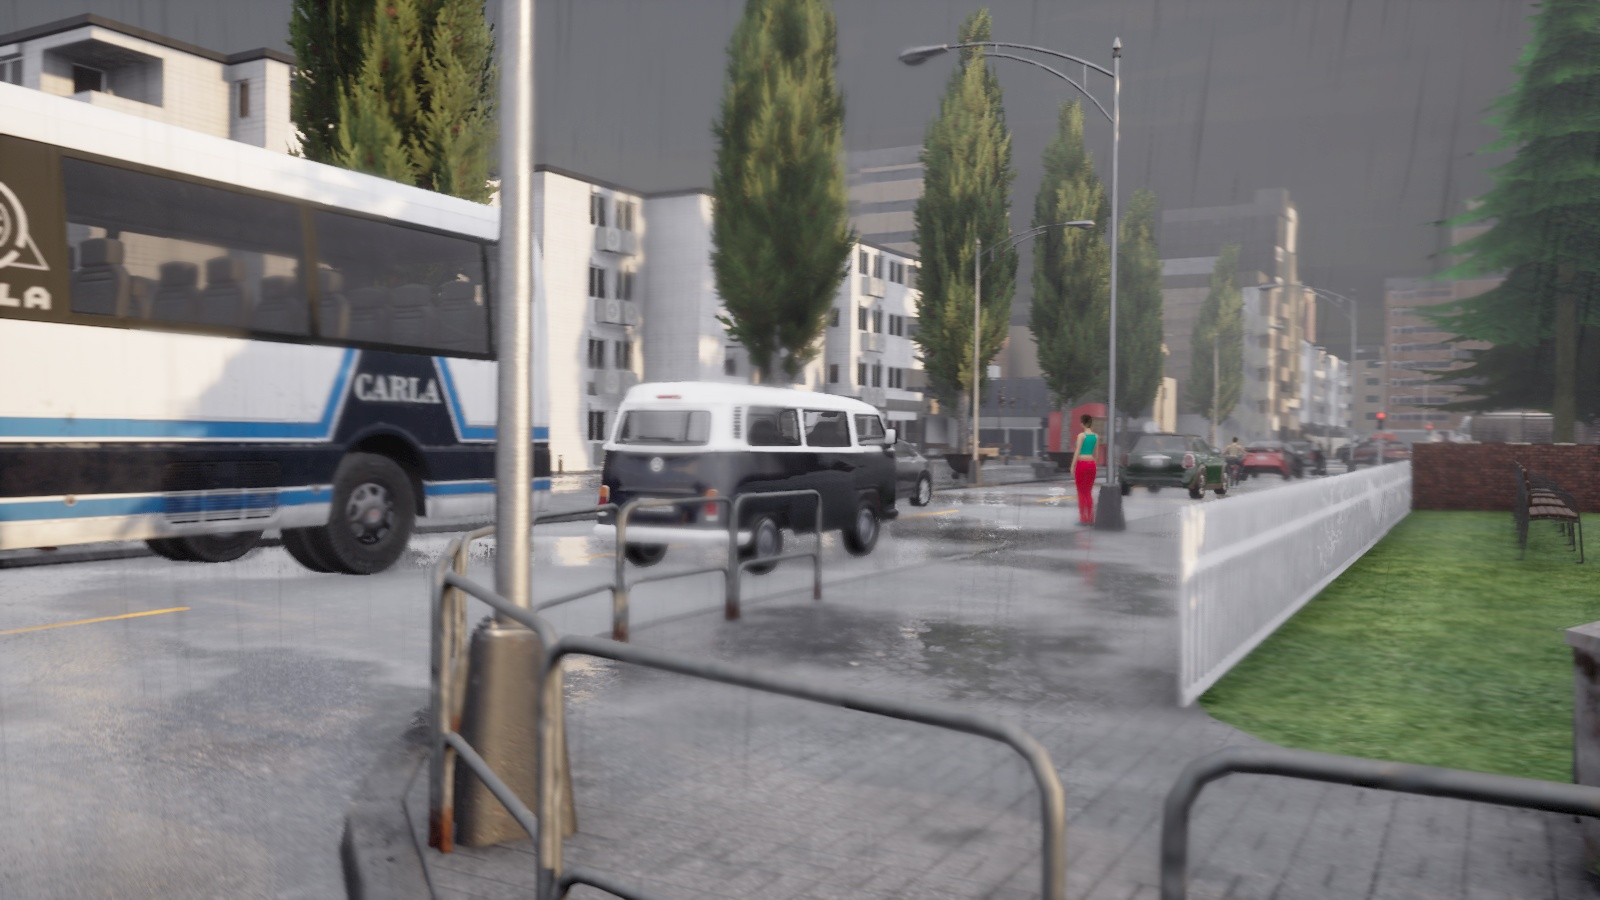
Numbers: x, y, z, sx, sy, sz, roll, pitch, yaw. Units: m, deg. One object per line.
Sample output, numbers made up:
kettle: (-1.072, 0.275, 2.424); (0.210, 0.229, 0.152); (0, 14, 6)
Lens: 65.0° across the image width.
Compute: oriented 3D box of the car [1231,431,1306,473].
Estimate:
car: (17.783, 0.036, 47.541); (2.007, 1.525, 4.514); (0, 1, 29)

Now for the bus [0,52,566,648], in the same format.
bus: (-6.846, -0.718, 11.077); (3.944, 4.253, 10.273); (-1, 0, 27)

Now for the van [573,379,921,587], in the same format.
van: (-0.420, 0.297, 14.749); (2.069, 2.038, 4.480); (0, 1, 28)

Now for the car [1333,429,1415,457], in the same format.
car: (35.219, -0.426, 77.208); (2.033, 1.649, 4.856); (-1, 1, -12)

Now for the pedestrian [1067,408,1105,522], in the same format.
pedestrian: (4.653, 0.237, 20.469); (0.345, 1.836, 0.594); (-1, 1, -18)

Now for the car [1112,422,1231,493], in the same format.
car: (9.980, 0.155, 33.486); (2.097, 1.767, 4.553); (0, 1, 29)

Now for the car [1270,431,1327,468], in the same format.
car: (21.798, -0.040, 54.819); (1.789, 1.549, 3.705); (0, 1, 30)

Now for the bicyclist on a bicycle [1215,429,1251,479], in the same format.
bicyclist on a bicycle: (14.150, 0.122, 40.993); (0.866, 1.612, 1.509); (0, 1, 29)

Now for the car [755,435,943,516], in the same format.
car: (1.133, 0.446, 25.795); (1.837, 1.490, 4.892); (0, 1, 29)
